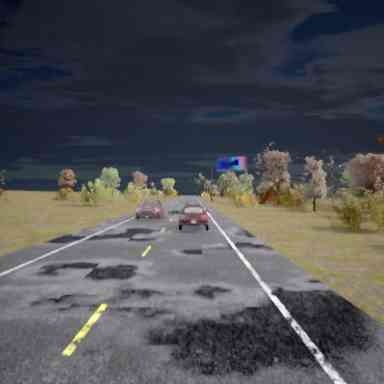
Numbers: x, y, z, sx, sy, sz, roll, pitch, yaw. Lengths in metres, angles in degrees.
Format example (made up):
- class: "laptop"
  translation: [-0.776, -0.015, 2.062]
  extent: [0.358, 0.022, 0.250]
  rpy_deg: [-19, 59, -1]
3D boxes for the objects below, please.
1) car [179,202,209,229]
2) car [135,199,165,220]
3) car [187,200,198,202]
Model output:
- class: "car"
  translation: [0.098, 1.585, 21.747]
  extent: [1.812, 1.442, 4.674]
  rpy_deg: [0, 0, 0]
- class: "car"
  translation: [-3.580, 1.431, 28.836]
  extent: [2.097, 1.767, 4.553]
  rpy_deg: [0, 0, 0]
- class: "car"
  translation: [0.097, 1.662, 40.529]
  extent: [2.033, 1.411, 5.357]
  rpy_deg: [0, 0, 0]
